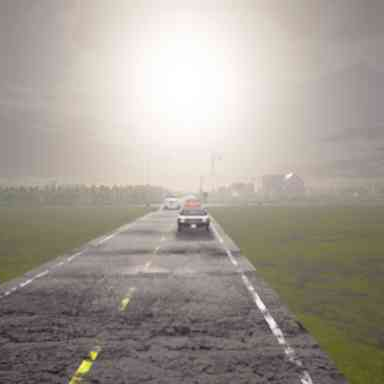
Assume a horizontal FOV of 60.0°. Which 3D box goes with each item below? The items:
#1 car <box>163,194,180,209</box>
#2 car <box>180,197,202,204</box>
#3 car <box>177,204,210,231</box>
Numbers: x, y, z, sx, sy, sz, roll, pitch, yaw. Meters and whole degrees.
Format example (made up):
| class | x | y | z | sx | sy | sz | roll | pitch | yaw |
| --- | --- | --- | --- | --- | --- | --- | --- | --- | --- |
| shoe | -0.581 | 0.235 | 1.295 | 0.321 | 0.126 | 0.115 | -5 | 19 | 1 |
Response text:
| class | x | y | z | sx | sy | sz | roll | pitch | yaw |
| --- | --- | --- | --- | --- | --- | --- | --- | --- | --- |
| car | -2.798 | 1.301 | 47.054 | 2.150 | 2.045 | 5.566 | 0 | -1 | 0 |
| car | 0.077 | 1.404 | 36.584 | 2.097 | 1.767 | 4.553 | 0 | 0 | 0 |
| car | 0.087 | 1.625 | 20.838 | 1.895 | 1.301 | 4.718 | 0 | 0 | 0 |
